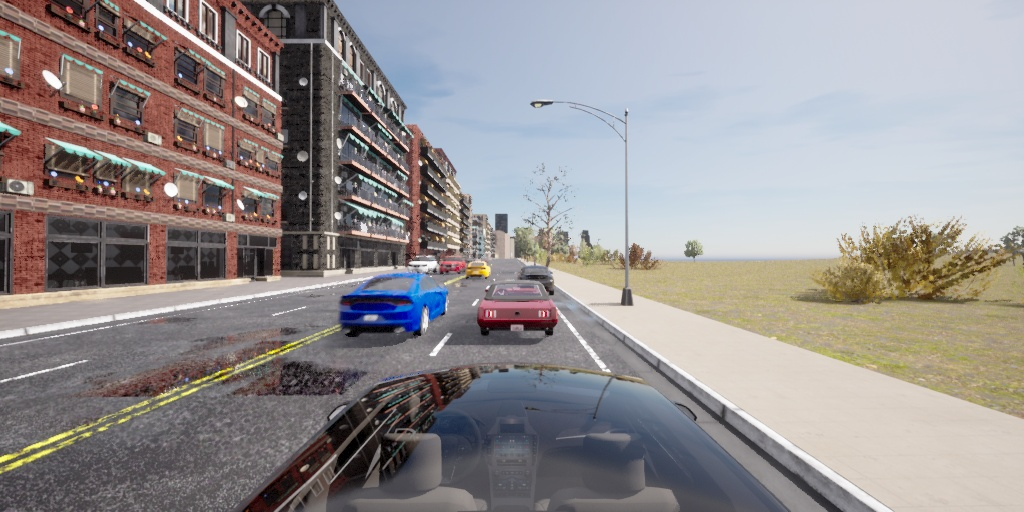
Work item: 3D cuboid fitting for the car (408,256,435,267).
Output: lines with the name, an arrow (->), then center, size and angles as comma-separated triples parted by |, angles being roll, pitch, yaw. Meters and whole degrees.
car -> -9.693, 0.975, 39.198 | 2.150, 2.045, 5.566 | 0, 0, 0

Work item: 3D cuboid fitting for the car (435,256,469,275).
car -> -6.444, 0.975, 39.241 | 2.150, 2.045, 5.566 | 0, 0, 0

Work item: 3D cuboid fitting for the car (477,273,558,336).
car -> 0.136, 1.353, 10.394 | 1.895, 1.301, 4.718 | 0, 0, 0

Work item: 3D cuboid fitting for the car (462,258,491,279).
car -> -3.020, 1.232, 32.757 | 1.882, 1.535, 5.008 | 0, 0, 0

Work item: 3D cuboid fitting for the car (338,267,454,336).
car -> -3.114, 1.229, 10.409 | 1.882, 1.535, 5.008 | 0, 0, 0

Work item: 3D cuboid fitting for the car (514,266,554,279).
car -> 1.212, 1.258, 19.595 | 1.837, 1.490, 4.892 | 0, 0, 0
